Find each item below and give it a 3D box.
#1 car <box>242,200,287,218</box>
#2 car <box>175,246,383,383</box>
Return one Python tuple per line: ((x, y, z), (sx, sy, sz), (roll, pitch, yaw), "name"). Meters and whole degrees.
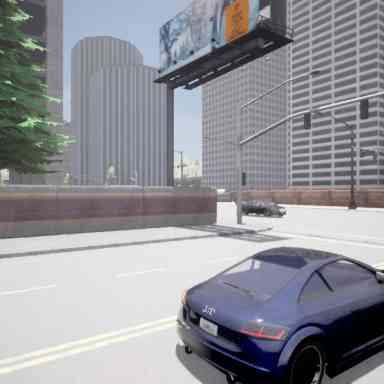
((6.405, 1.493, 30.327), (2.128, 1.511, 4.902), (0, 0, -32), "car")
((1.837, 1.564, 5.099), (4.181, 1.385, 1.994), (0, 0, -35), "car")
